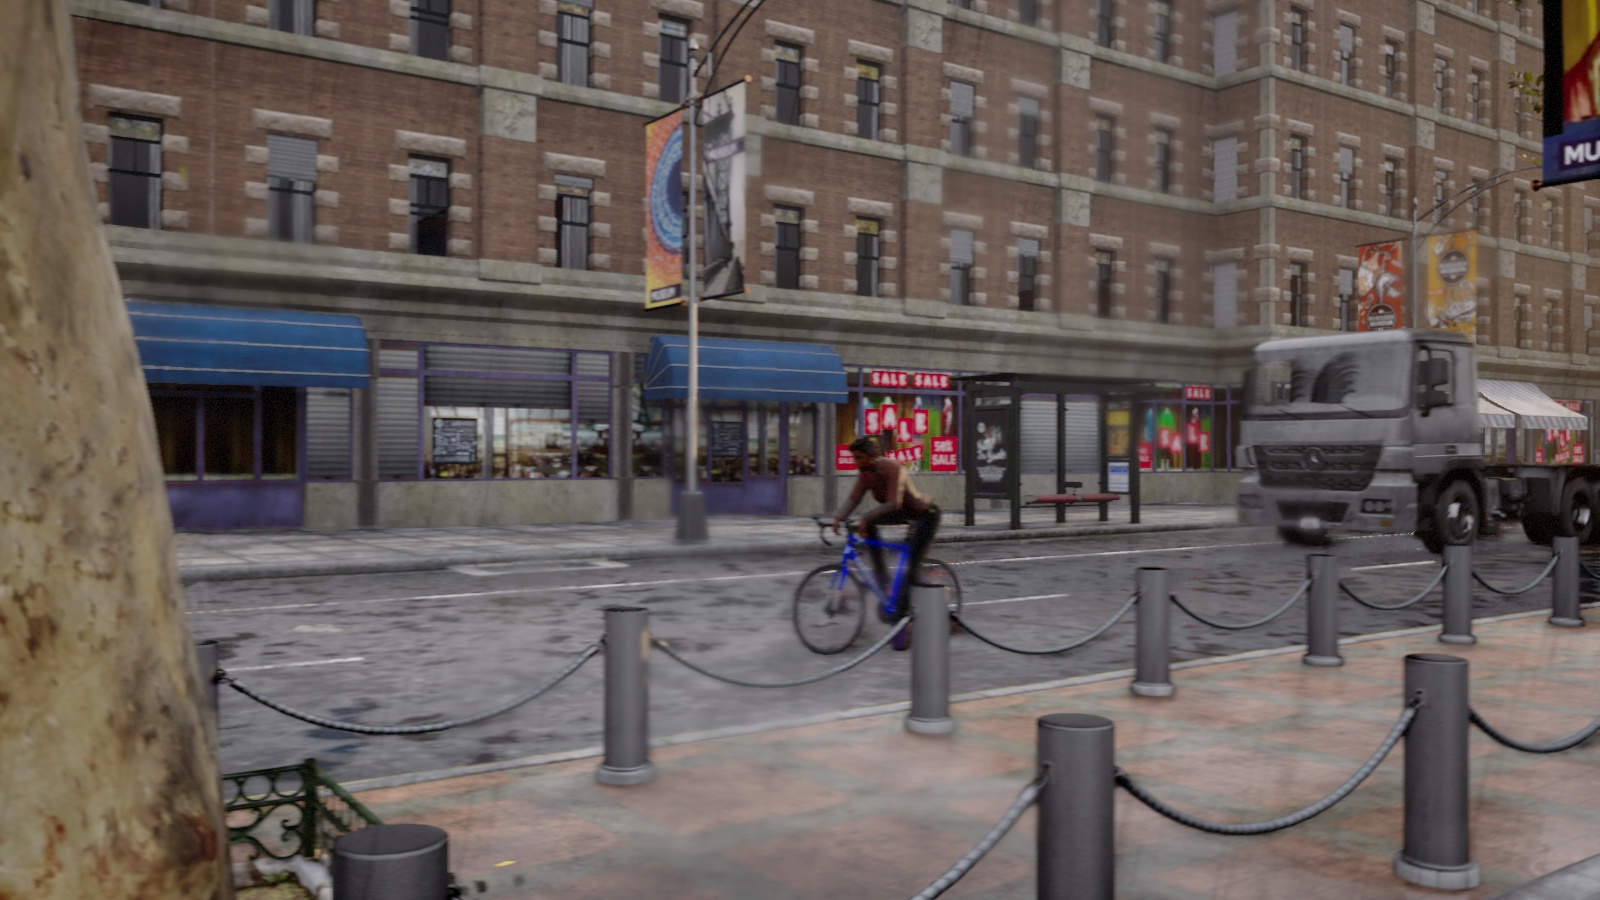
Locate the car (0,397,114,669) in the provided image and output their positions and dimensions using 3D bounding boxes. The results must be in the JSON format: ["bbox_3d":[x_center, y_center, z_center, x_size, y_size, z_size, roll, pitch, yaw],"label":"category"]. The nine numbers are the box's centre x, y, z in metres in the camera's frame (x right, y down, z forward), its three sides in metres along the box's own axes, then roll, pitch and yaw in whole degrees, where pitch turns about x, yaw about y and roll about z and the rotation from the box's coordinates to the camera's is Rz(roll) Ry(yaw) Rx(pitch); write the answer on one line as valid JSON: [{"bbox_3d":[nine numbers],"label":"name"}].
[{"bbox_3d":[-7.145,0.578,8.948,3.866,1.878,1.905,0,0,-26],"label":"car"}]

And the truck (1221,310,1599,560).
[{"bbox_3d":[10.724,-0.209,20.876,7.936,3.462,2.891,0,0,-35],"label":"truck"}]

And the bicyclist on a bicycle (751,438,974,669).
[{"bbox_3d":[0.494,0.720,9.485,1.656,1.620,0.582,0,0,-35],"label":"bicyclist on a bicycle"}]
